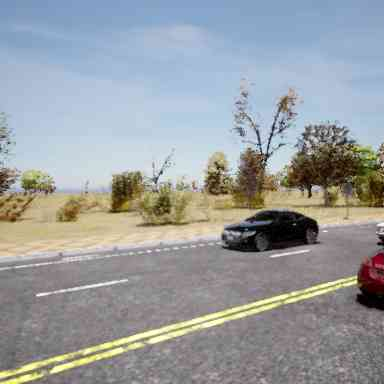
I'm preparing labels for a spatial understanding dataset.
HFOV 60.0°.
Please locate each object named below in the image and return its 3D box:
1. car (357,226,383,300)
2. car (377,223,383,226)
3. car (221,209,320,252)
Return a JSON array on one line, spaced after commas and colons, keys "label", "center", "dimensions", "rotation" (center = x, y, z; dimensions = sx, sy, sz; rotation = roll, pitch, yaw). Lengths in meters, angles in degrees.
[{"label": "car", "center": [5.429, 1.522, 7.121], "dimensions": [4.181, 1.385, 1.994], "rotation": [0, 0, -34]}, {"label": "car", "center": [9.932, 1.520, 14.204], "dimensions": [4.718, 1.301, 1.895], "rotation": [0, 0, -33]}, {"label": "car", "center": [3.366, 1.465, 13.786], "dimensions": [4.674, 1.442, 1.812], "rotation": [0, 0, -34]}]
